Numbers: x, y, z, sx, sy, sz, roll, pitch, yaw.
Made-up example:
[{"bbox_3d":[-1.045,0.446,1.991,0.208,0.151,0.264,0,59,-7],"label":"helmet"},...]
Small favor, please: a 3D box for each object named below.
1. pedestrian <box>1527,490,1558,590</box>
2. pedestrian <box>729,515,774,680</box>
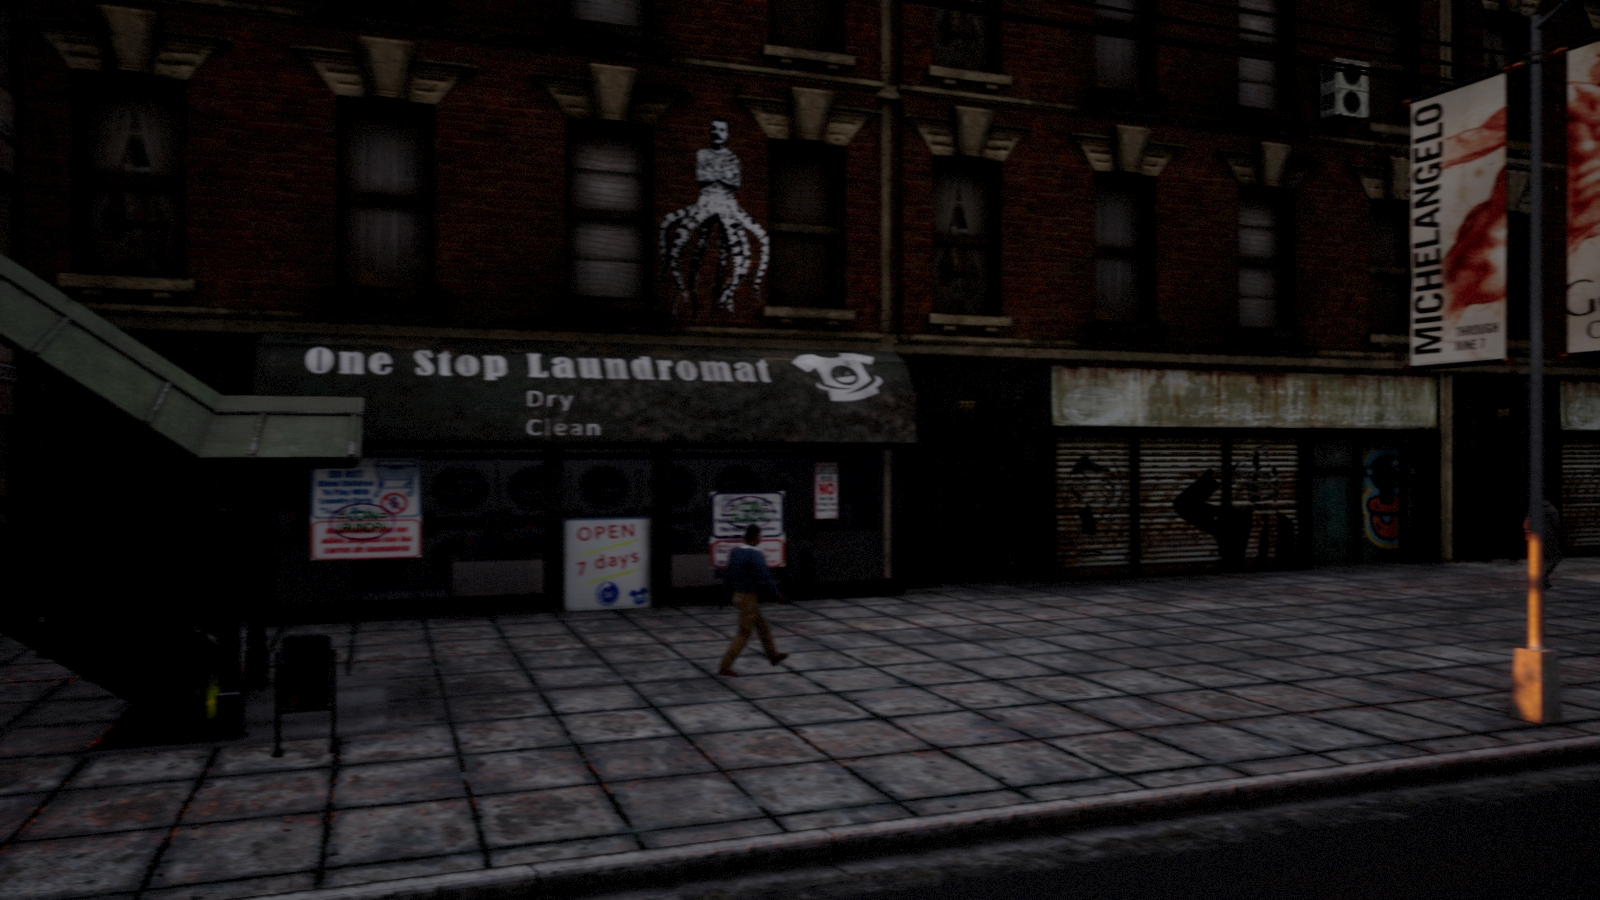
[{"bbox_3d":[14.106,1.696,21.714,0.375,1.860,0.375,0,0,-33],"label":"pedestrian"},{"bbox_3d":[-0.565,1.696,13.289,0.375,1.860,0.375,0,0,-36],"label":"pedestrian"}]
